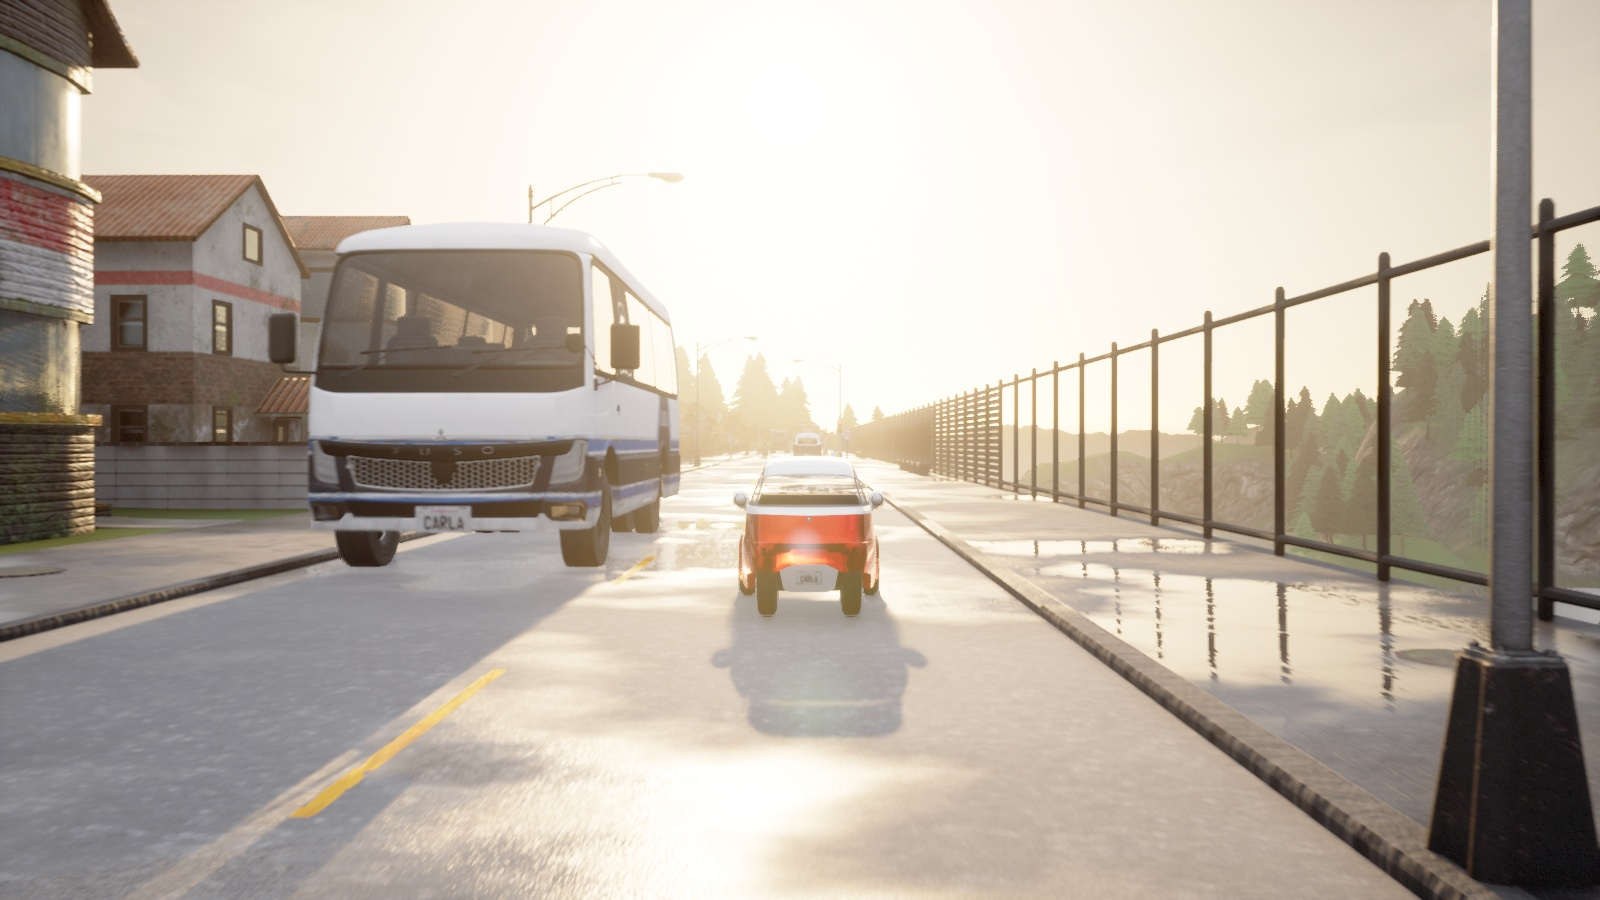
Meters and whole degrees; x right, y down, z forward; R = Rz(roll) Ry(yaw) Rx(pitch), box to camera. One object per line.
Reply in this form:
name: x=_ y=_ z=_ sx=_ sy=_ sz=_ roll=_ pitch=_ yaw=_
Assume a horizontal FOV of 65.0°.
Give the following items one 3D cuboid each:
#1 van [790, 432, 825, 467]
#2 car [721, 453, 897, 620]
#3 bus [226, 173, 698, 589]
van: x=0.453 y=0.025 z=76.912 sx=2.069 sy=2.038 sz=4.480 roll=0 pitch=-1 yaw=0
car: x=0.082 y=0.735 z=11.696 sx=1.481 sy=1.376 sz=2.207 roll=0 pitch=1 yaw=0
bus: x=-3.878 y=-0.735 z=18.001 sx=3.944 sy=4.253 sz=10.273 roll=0 pitch=0 yaw=0
